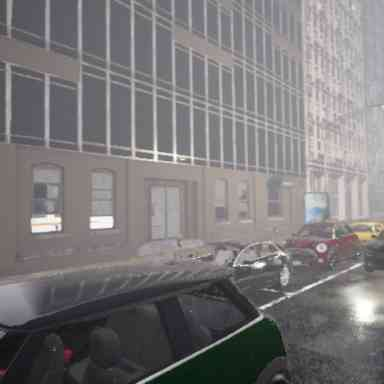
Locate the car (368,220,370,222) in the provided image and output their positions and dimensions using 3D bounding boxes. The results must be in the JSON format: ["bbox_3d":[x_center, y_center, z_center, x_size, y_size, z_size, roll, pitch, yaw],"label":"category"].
[{"bbox_3d":[8.631,2.108,16.668,1.752,1.417,4.829,-3,-3,43],"label":"car"}]

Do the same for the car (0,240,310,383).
[{"bbox_3d":[-1.134,1.482,2.432,2.097,1.767,4.553,-3,-3,43],"label":"car"}]

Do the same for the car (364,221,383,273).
[{"bbox_3d":[7.542,1.863,11.561,1.882,1.535,5.008,-3,-3,43],"label":"car"}]

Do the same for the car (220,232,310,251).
[{"bbox_3d":[1.037,1.903,8.537,2.008,1.369,4.403,-3,-3,43],"label":"car"}]

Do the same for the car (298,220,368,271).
[{"bbox_3d":[4.891,1.910,12.670,1.967,1.590,4.097,-3,-3,43],"label":"car"}]
